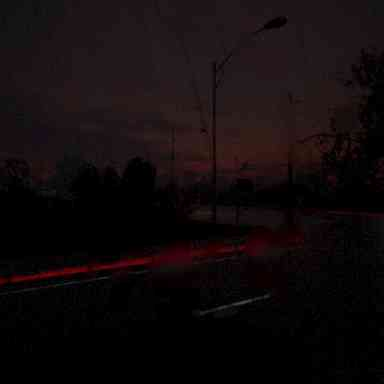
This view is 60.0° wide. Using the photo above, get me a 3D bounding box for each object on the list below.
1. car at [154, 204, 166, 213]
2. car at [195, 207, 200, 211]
[{"bbox_3d":[-3.914,1.341,36.771,2.097,1.767,4.553,0,0,-39],"label":"car"},{"bbox_3d":[-1.405,1.208,39.235,2.150,2.045,5.566,0,0,-39],"label":"car"}]
